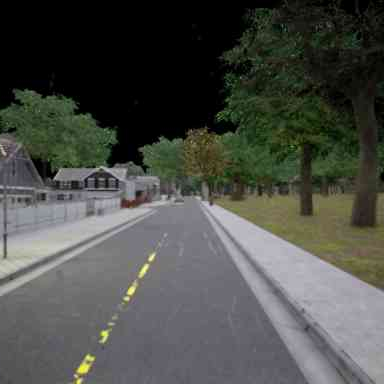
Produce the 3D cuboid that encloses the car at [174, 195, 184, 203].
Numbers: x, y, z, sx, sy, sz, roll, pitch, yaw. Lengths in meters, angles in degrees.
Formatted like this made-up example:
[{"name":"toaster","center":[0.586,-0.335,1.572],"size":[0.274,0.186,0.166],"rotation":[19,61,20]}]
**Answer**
[{"name":"car","center":[-2.777,1.484,72.406],"size":[2.097,1.767,4.553],"rotation":[0,0,0]}]
